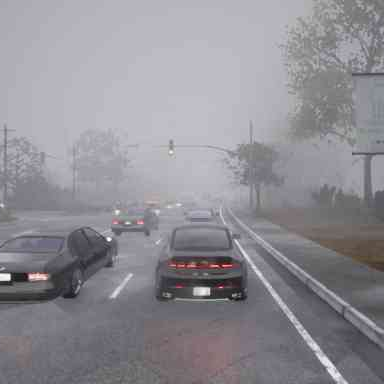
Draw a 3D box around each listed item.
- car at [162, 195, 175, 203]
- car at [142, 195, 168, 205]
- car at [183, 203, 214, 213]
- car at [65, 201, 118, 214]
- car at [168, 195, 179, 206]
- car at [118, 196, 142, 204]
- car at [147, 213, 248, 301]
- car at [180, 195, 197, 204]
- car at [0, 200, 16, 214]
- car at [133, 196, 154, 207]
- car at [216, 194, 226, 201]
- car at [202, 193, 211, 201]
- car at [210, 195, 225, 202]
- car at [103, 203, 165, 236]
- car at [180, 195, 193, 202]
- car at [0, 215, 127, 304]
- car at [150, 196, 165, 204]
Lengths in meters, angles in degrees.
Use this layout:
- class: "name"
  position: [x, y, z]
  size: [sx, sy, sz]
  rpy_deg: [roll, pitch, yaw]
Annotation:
- class: "car"
  position: [-5.060, 1.500, 73.368]
  size: [1.837, 1.490, 4.892]
  rpy_deg: [0, 0, 8]
- class: "car"
  position: [-4.959, 1.478, 45.322]
  size: [1.882, 1.535, 5.008]
  rpy_deg: [0, 0, 5]
- class: "car"
  position: [0.468, 1.526, 17.749]
  size: [1.812, 1.442, 4.674]
  rpy_deg: [0, 0, 3]
- class: "car"
  position: [-10.407, 1.601, 34.210]
  size: [4.718, 1.301, 1.895]
  rpy_deg: [0, 0, -3]
- class: "car"
  position: [-3.948, 1.564, 55.206]
  size: [1.994, 1.385, 4.181]
  rpy_deg: [0, 0, 6]
- class: "car"
  position: [-8.557, 1.352, 44.333]
  size: [2.097, 1.767, 4.553]
  rpy_deg: [0, 0, 5]
- class: "car"
  position: [0.214, 1.505, 8.293]
  size: [1.837, 1.490, 4.892]
  rpy_deg: [0, 0, 1]
- class: "car"
  position: [-0.330, 1.601, 54.141]
  size: [1.895, 1.301, 4.718]
  rpy_deg: [0, 0, 6]
- class: "car"
  position: [-20.743, 1.354, 34.450]
  size: [4.553, 1.767, 2.097]
  rpy_deg: [0, 0, 6]
- class: "car"
  position: [-7.679, 1.491, 53.280]
  size: [2.128, 1.511, 4.902]
  rpy_deg: [0, 0, 6]
- class: "car"
  position: [7.525, 1.393, 85.393]
  size: [2.128, 1.511, 4.902]
  rpy_deg: [0, 0, 10]
- class: "car"
  position: [3.993, 1.225, 85.508]
  size: [2.150, 2.045, 5.566]
  rpy_deg: [0, 0, 10]
- class: "car"
  position: [5.848, 1.519, 75.269]
  size: [1.812, 1.442, 4.674]
  rpy_deg: [0, 0, 9]
- class: "car"
  position: [-3.012, 1.548, 18.549]
  size: [2.033, 1.411, 5.357]
  rpy_deg: [0, 0, 2]
- class: "car"
  position: [-1.236, 1.524, 75.280]
  size: [2.128, 1.511, 4.902]
  rpy_deg: [0, 0, 9]
- class: "car"
  position: [-3.297, 1.547, 8.372]
  size: [2.033, 1.411, 5.357]
  rpy_deg: [0, 0, 1]
- class: "car"
  position: [-6.493, 1.526, 63.159]
  size: [1.812, 1.442, 4.674]
  rpy_deg: [0, 0, 8]
